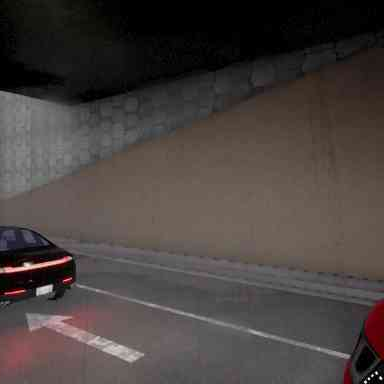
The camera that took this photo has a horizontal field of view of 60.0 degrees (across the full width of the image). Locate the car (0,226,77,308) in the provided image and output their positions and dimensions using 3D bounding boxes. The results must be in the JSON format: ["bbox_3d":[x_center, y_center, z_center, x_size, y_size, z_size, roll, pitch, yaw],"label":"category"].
[{"bbox_3d":[-4.533,1.492,7.202,4.902,1.511,2.128,0,0,36],"label":"car"}]

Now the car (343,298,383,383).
[{"bbox_3d":[3.644,1.221,1.345,5.566,2.045,2.150,0,0,35],"label":"car"}]
